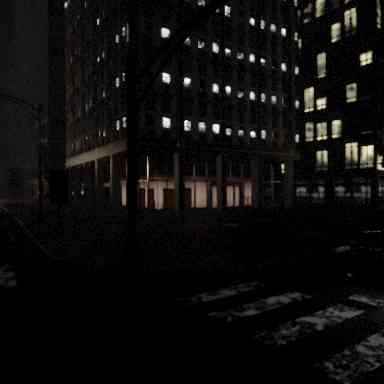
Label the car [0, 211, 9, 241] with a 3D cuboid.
[{"bbox_3d":[-9.261,1.438,14.997,1.802,1.307,4.206,0,0,-31],"label":"car"}]

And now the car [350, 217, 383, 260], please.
[{"bbox_3d":[7.043,1.492,11.195,4.403,1.369,2.008,0,0,-36],"label":"car"}]
